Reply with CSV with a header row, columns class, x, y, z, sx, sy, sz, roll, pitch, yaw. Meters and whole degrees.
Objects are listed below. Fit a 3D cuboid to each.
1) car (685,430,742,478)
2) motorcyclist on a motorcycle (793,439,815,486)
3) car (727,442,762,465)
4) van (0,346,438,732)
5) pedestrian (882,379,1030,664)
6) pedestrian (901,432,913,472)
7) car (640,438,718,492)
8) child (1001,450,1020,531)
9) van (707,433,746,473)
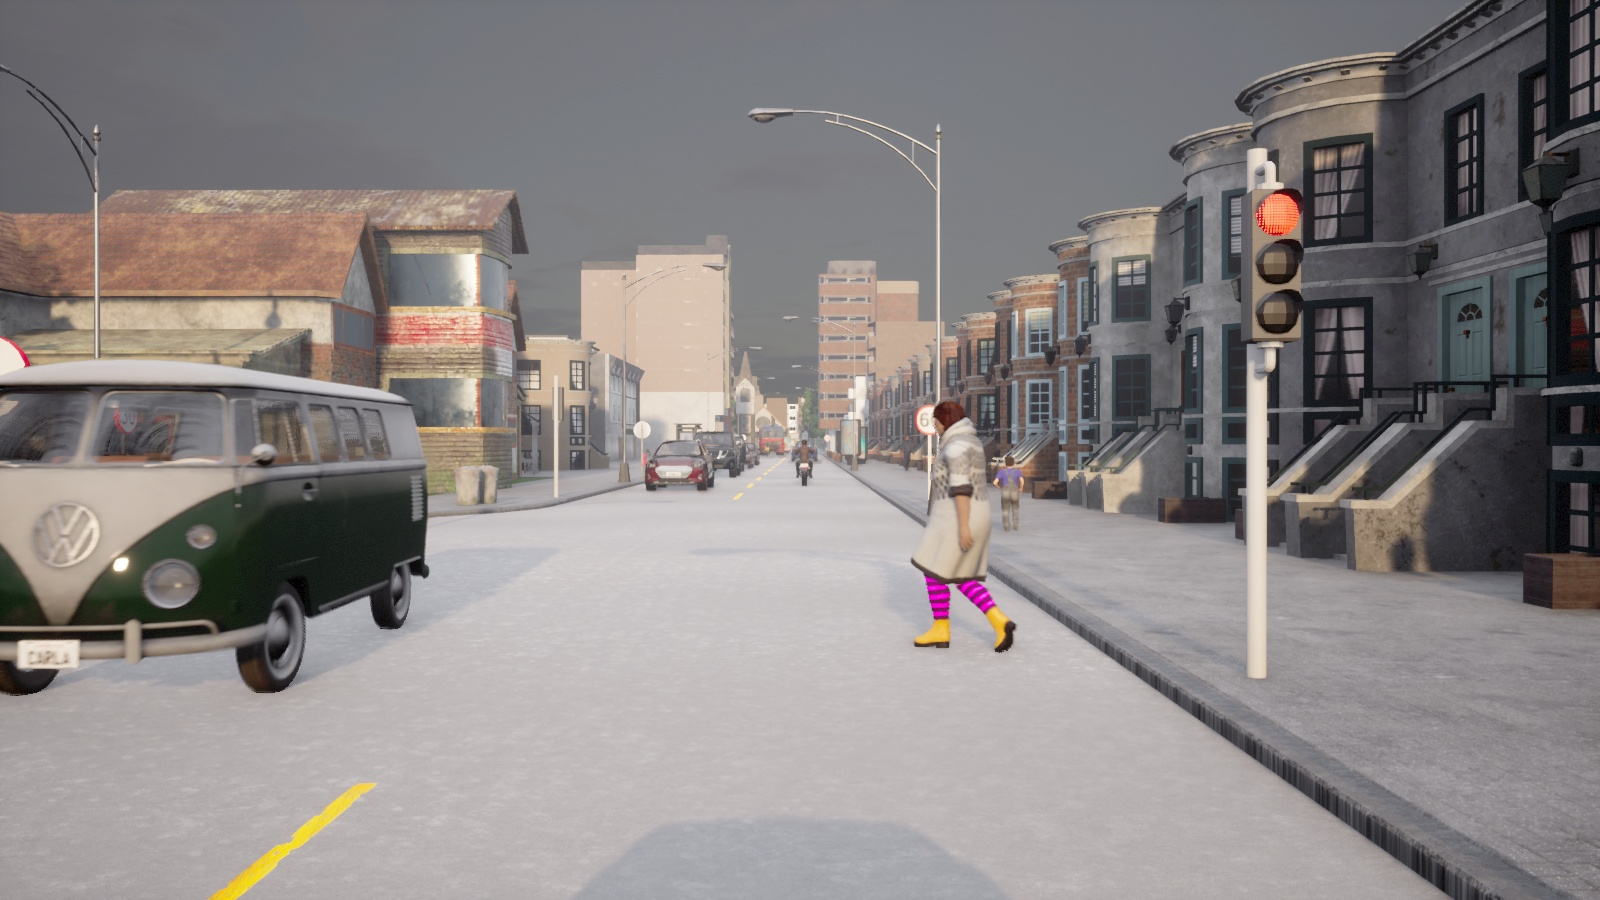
class,x,y,z,sx,sy,sz,roll,pitch,yaw
car,-3.803,0.147,55.891,2.150,2.045,5.566,0,0,0
motorcyclist on a motorcycle,0.159,0.442,45.088,0.766,1.649,2.350,0,0,0
car,-3.694,0.219,84.886,2.128,1.511,4.902,0,1,0
van,-3.952,0.447,8.683,1.775,1.987,4.442,0,0,-2
pedestrian,1.131,0.486,9.087,0.873,1.952,0.659,0,0,30
pedestrian,5.254,0.112,61.711,0.423,1.949,0.788,0,0,-5
car,-3.853,0.443,40.826,2.033,1.649,4.856,0,0,0
child,3.317,0.627,19.822,0.270,1.263,0.437,0,0,5
van,-3.767,0.128,65.187,1.775,1.987,4.442,0,0,0
